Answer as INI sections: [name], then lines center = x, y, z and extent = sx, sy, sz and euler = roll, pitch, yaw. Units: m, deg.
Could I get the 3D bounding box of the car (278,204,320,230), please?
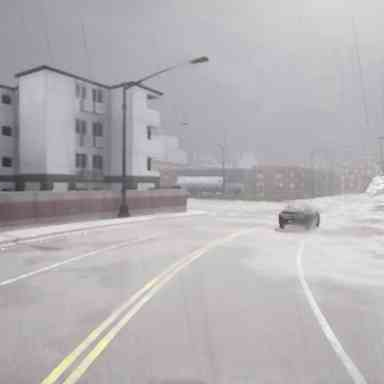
[car]
center = 7.158, 1.578, 22.007
extent = 2.128, 1.511, 4.902
euler = 1, 0, 32
